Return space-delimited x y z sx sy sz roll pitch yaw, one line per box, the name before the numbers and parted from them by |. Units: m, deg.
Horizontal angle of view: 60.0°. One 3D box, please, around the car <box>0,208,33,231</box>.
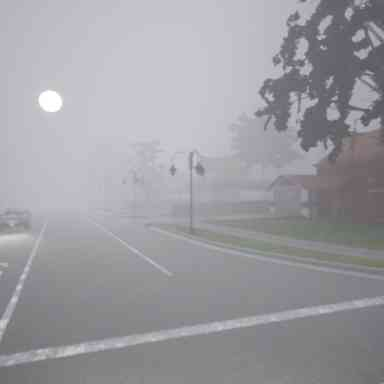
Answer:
car | -12.853 1.961 24.466 2.128 1.511 4.902 0 -1 -22
